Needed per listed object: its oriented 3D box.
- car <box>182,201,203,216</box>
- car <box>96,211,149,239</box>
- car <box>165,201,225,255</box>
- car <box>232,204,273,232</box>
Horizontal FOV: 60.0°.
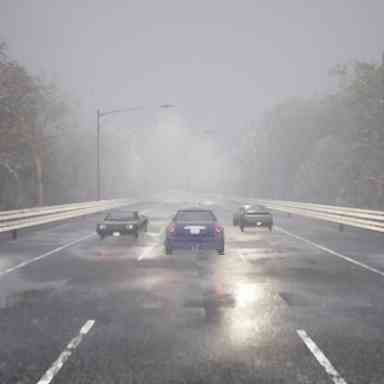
[{"bbox_3d":[0.040,1.587,33.255,1.895,1.301,4.718,0,0,0],"label":"car"},{"bbox_3d":[-3.400,1.604,17.226,1.895,1.301,4.718,0,0,0],"label":"car"},{"bbox_3d":[0.102,1.356,13.507,2.097,1.767,4.553,0,0,0],"label":"car"},{"bbox_3d":[3.594,1.492,20.310,2.128,1.511,4.902,0,0,0],"label":"car"}]
